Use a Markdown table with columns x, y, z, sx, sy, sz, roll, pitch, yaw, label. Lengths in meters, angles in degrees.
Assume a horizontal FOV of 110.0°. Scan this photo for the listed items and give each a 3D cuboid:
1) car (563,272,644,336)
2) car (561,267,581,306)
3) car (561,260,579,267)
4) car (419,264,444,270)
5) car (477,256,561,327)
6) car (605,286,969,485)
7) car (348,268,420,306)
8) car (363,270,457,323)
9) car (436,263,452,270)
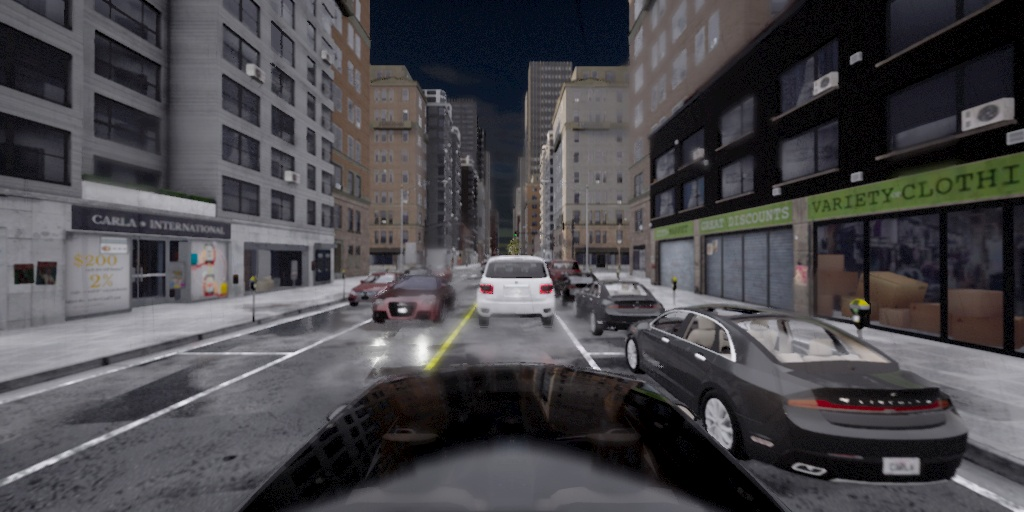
| x | y | z | sx | sy | sz | roll | pitch | yaw | label |
| --- | --- | --- | --- | --- | --- | --- | --- | --- | --- |
| 2.872 | 1.332 | 10.334 | 2.007 | 1.370 | 4.403 | 0 | 0 | 0 | car |
| 2.884 | 1.367 | 15.857 | 1.948 | 1.339 | 4.313 | 0 | 0 | 0 | car |
| 2.896 | 1.136 | 21.381 | 2.192 | 1.841 | 5.009 | 0 | 0 | 0 | car |
| -5.630 | 1.388 | 21.393 | 1.948 | 1.339 | 4.313 | 0 | 0 | 0 | car |
| 0.118 | 1.011 | 11.876 | 2.150 | 2.045 | 5.566 | 0 | 0 | 0 | car |
| 2.861 | 1.312 | 4.810 | 2.007 | 1.370 | 4.403 | 0 | 0 | 0 | car |
| -5.642 | 1.384 | 15.868 | 1.802 | 1.307 | 4.207 | 0 | 0 | 0 | car |
| -3.077 | 1.352 | 12.085 | 1.994 | 1.385 | 4.181 | 0 | 0 | 0 | car |
| -5.619 | 1.282 | 26.918 | 1.967 | 1.591 | 4.097 | 0 | 0 | 0 | car |
